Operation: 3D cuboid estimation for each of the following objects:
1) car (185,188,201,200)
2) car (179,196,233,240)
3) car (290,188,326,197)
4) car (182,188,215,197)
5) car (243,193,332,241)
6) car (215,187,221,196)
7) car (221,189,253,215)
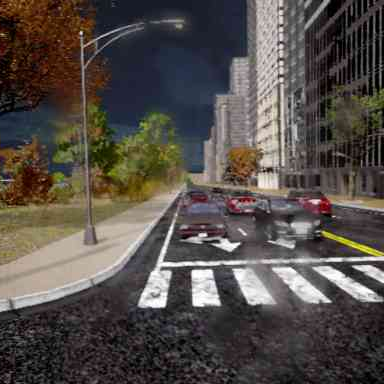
[{"bbox_3d":[0.114,0.212,46.107,2.128,1.511,4.902,-1,1,0],"label":"car"},{"bbox_3d":[0.518,1.130,14.953,2.033,1.411,5.357,-1,2,3],"label":"car"},{"bbox_3d":[7.094,0.595,21.363,2.097,1.767,4.553,-1,2,-1],"label":"car"},{"bbox_3d":[0.348,0.650,25.187,2.097,1.767,4.553,-1,2,-1],"label":"car"},{"bbox_3d":[3.757,1.025,13.937,2.128,1.511,4.902,-1,2,-1],"label":"car"},{"bbox_3d":[3.362,0.147,46.145,1.837,1.490,4.892,-1,1,0],"label":"car"},{"bbox_3d":[3.610,0.605,24.106,2.097,1.767,4.553,-1,1,-1],"label":"car"}]
